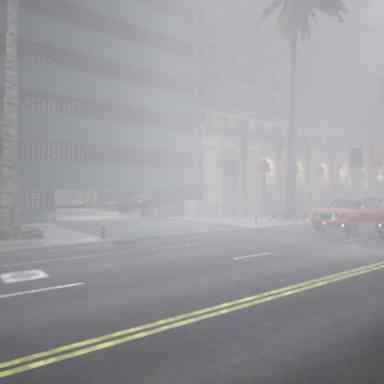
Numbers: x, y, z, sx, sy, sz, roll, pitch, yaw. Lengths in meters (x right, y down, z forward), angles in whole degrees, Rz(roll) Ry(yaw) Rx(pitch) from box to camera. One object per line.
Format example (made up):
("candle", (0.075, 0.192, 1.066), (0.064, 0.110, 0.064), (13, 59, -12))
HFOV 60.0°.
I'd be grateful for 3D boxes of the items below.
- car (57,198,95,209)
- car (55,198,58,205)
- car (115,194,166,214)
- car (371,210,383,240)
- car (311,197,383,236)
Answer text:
("car", (-17.037, 1.777, 49.590), (4.718, 1.301, 1.895), (0, 0, -37))
("car", (-23.623, 1.789, 59.149), (4.786, 1.482, 2.161), (0, 0, -37))
("car", (-5.335, 1.249, 35.242), (5.566, 2.045, 2.435), (0, 0, -37))
("car", (11.179, 1.699, 16.634), (4.718, 1.301, 1.895), (0, 0, -36))
("car", (9.401, 1.341, 19.670), (5.566, 2.045, 2.150), (1, -1, -36))
